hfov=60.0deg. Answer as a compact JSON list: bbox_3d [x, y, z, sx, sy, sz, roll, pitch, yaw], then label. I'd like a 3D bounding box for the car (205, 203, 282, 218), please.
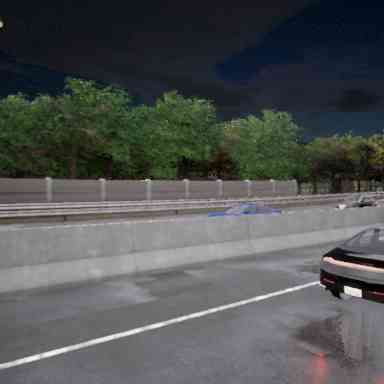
[{"bbox_3d":[2.989,1.415,18.900,5.008,1.535,1.882,-1,0,-35],"label":"car"}]

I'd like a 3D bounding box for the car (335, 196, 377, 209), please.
[{"bbox_3d":[15.748,1.140,31.865,4.902,1.511,2.128,-2,1,-34],"label":"car"}]

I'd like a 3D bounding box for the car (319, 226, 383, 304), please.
[{"bbox_3d":[4.724,1.471,7.061,4.902,1.511,2.128,0,0,-35],"label":"car"}]
